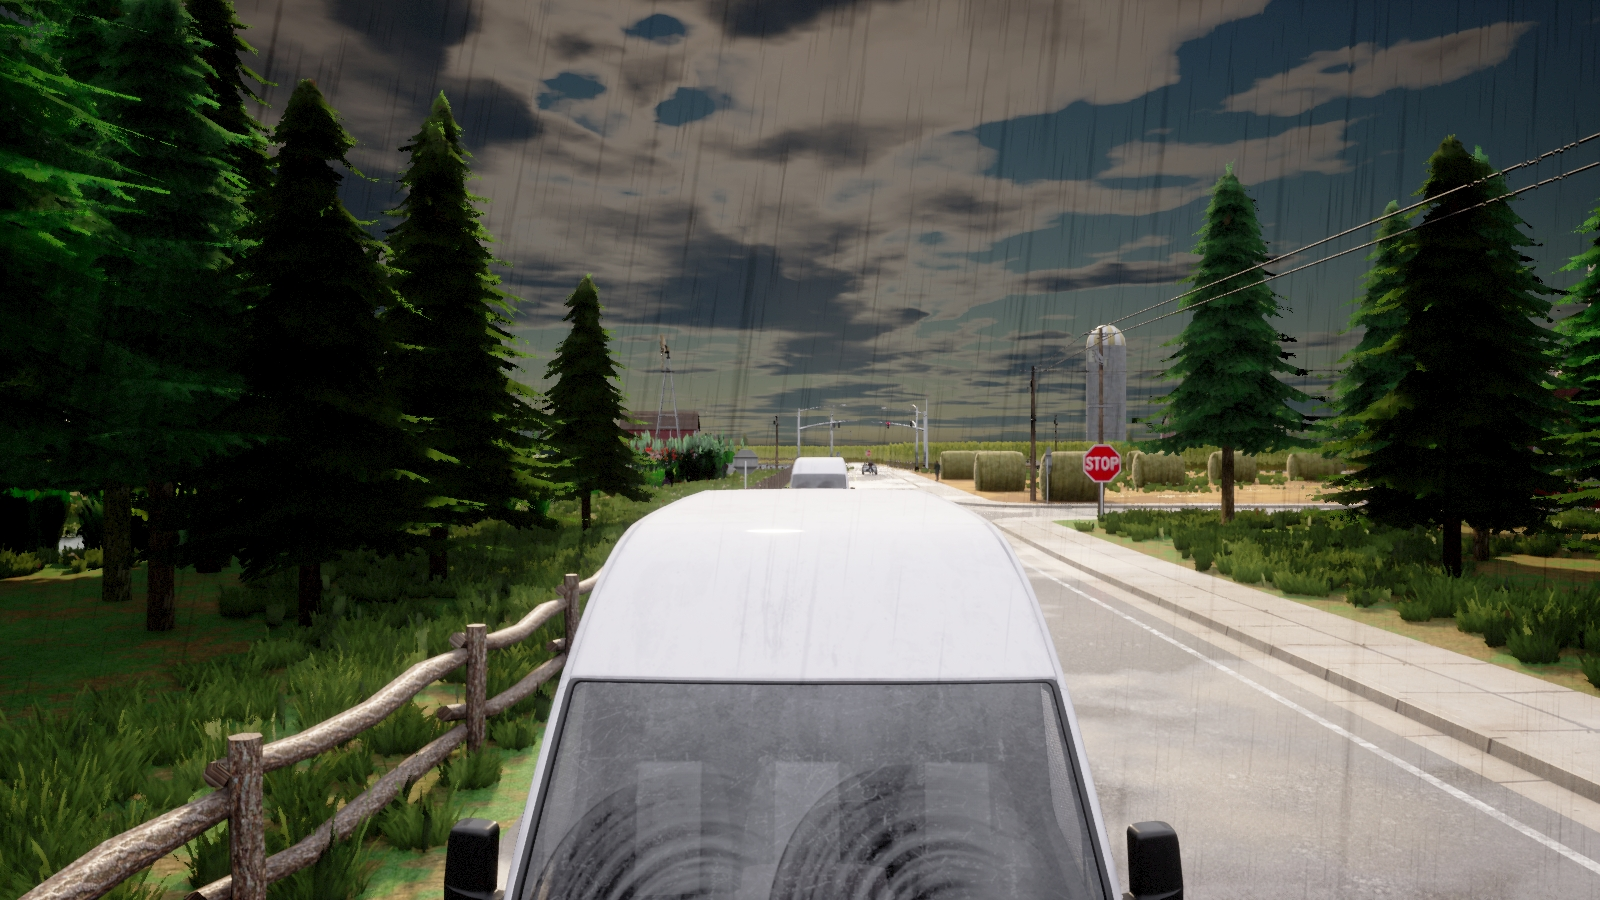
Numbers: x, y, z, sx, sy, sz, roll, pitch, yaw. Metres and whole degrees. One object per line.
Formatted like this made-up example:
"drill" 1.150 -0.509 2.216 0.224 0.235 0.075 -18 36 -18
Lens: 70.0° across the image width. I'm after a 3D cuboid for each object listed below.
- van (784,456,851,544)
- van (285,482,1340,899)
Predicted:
"van" 0.645 1.499 36.845 1.988 2.561 5.915 0 0 2
"van" 0.056 1.508 5.110 1.988 2.561 5.915 0 0 1
